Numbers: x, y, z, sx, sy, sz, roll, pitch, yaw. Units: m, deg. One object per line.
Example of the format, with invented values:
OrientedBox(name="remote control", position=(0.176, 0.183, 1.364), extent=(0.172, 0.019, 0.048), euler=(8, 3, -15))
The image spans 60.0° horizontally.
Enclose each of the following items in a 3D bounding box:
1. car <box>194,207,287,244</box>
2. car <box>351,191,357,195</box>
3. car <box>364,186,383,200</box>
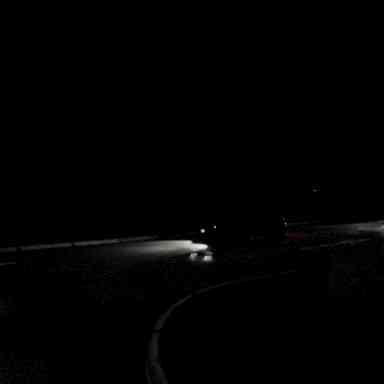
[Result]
OrientedBox(name="car", position=(2.183, 1.396, 14.814), extent=(4.181, 1.385, 1.994), euler=(-1, 0, -28))
OrientedBox(name="car", position=(22.368, 0.020, 42.570), extent=(2.128, 1.511, 4.902), euler=(0, 2, -26))
OrientedBox(name="car", position=(21.409, 0.378, 37.107), extent=(1.895, 1.301, 4.718), euler=(-1, 3, -23))
